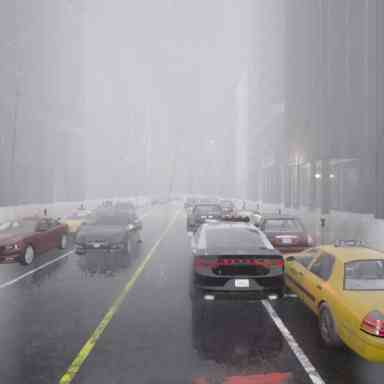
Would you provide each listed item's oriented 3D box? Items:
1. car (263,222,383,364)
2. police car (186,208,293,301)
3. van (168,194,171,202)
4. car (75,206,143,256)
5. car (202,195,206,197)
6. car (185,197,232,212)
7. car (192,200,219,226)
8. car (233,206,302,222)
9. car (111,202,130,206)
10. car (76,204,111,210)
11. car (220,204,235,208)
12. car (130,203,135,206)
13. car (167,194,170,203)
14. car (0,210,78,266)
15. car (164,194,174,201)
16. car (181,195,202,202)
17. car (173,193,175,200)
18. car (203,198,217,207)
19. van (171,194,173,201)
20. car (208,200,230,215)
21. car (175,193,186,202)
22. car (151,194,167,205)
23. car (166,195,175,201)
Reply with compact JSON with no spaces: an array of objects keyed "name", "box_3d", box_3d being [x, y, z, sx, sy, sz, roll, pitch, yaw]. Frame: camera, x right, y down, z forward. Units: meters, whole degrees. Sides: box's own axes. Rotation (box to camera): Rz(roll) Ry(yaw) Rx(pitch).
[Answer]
[{"name":"car","box_3d":[2.756,1.525,6.070,1.752,1.417,4.829,0,0,0]},{"name":"police car","box_3d":[0.891,1.426,8.537,1.930,1.638,5.238,0,0,0]},{"name":"van","box_3d":[-5.836,1.377,68.338,1.690,1.788,3.998,0,0,0]},{"name":"car","box_3d":[-3.114,1.506,13.286,1.837,1.490,4.892,0,0,0]},{"name":"car","box_3d":[2.713,1.459,45.642,1.967,1.590,4.097,0,0,0]},{"name":"car","box_3d":[0.746,1.355,18.382,2.097,1.767,4.553,0,0,-1]},{"name":"car","box_3d":[0.873,1.461,24.617,1.801,1.575,5.366,0,0,0]},{"name":"car","box_3d":[2.750,1.441,11.578,1.967,1.590,4.097,0,0,0]},{"name":"car","box_3d":[-5.787,1.550,22.918,1.887,1.381,4.507,0,0,0]},{"name":"car","box_3d":[-5.781,1.528,17.071,1.752,1.417,4.829,0,0,0]},{"name":"car","box_3d":[2.743,1.547,17.255,1.887,1.381,4.507,0,0,0]},{"name":"car","box_3d":[-5.794,1.574,28.596,1.947,1.339,4.313,0,0,0]},{"name":"car","box_3d":[-5.830,1.582,62.660,2.008,1.369,4.403,0,0,0]},{"name":"car","box_3d":[-5.775,1.546,11.564,1.887,1.381,4.507,0,0,0]},{"name":"car","box_3d":[-5.855,1.365,85.371,2.192,1.841,5.009,0,0,0]},{"name":"car","box_3d":[-0.031,1.511,45.243,2.128,1.511,4.902,0,0,0]},{"name":"car","box_3d":[-5.849,1.360,79.693,2.192,1.841,5.009,0,0,0]},{"name":"car","box_3d":[2.707,1.589,51.320,1.947,1.339,4.313,0,0,0]},{"name":"van","box_3d":[-5.843,1.382,74.016,1.690,1.788,3.998,0,0,0]},{"name":"car","box_3d":[2.725,1.578,34.288,1.947,1.339,4.313,0,0,0]},{"name":"car","box_3d":[-3.087,1.551,80.956,1.837,1.490,4.892,0,0,0]},{"name":"car","box_3d":[-5.824,1.468,56.983,1.967,1.590,4.097,0,0,0]},{"name":"car","box_3d":[-5.861,1.621,91.048,1.947,1.339,4.313,0,0,0]}]
